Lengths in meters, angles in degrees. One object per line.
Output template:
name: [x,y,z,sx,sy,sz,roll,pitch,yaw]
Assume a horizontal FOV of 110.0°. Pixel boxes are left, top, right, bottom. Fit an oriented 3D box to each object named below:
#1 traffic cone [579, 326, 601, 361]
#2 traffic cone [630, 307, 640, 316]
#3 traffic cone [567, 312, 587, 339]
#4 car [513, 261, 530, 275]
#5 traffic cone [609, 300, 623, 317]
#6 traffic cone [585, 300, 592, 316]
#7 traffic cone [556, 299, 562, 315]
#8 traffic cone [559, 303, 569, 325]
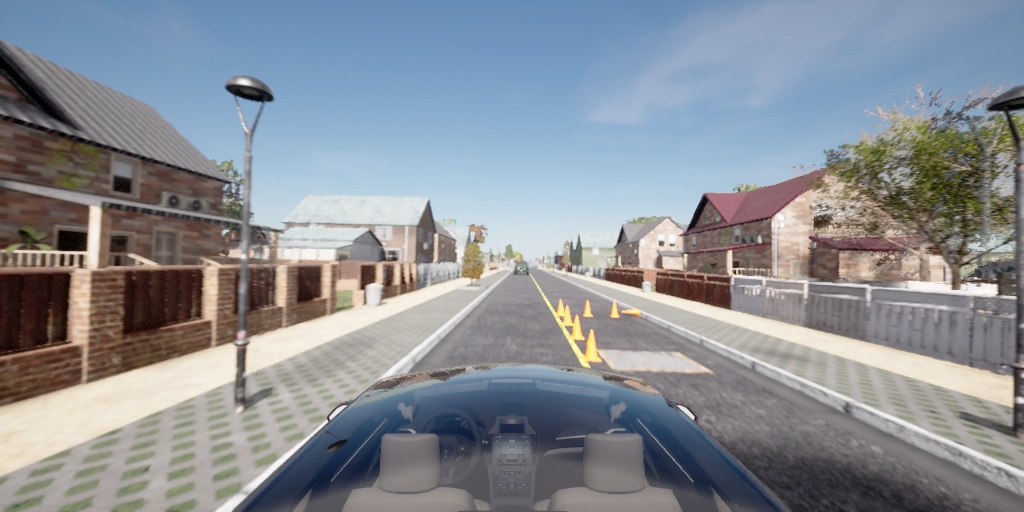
traffic cone: [1.633,1.819,7.398,0.340,0.580,0.340,0,0,2]
traffic cone: [4.684,1.801,13.316,0.340,0.580,0.340,0,0,1]
traffic cone: [1.692,1.847,9.397,0.340,0.580,0.340,0,0,2]
car: [1.435,1.766,53.354,2.150,2.045,5.566,1,-1,2]
traffic cone: [3.809,1.952,13.335,0.340,0.580,0.340,0,0,2]
traffic cone: [2.809,1.928,13.365,0.340,0.580,0.340,0,0,2]
traffic cone: [1.810,1.905,13.395,0.340,0.580,0.340,0,0,2]
traffic cone: [1.751,1.876,11.396,0.340,0.580,0.340,0,0,2]
